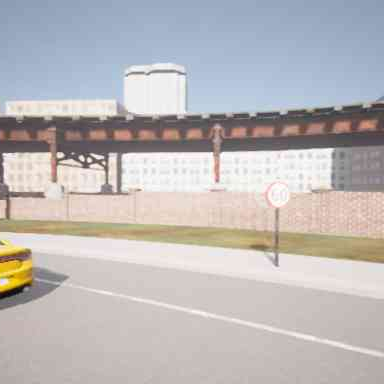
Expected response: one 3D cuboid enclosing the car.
[{"bbox_3d":[-5.556,1.455,7.040,5.008,1.535,1.882,0,1,28],"label":"car"}]
